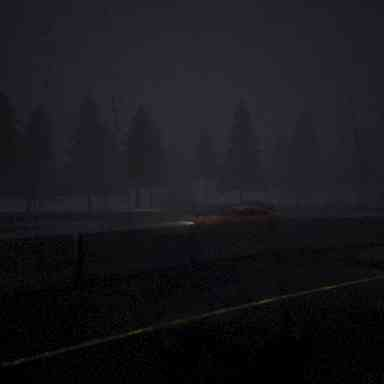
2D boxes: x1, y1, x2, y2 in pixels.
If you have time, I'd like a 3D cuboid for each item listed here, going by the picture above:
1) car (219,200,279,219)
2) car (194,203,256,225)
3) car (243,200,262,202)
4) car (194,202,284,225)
[{"bbox_3d":[5.120,1.477,29.760,5.008,1.535,1.882,0,0,-20],"label":"car"},{"bbox_3d":[2.433,1.564,24.812,4.181,1.385,1.994,0,0,-24],"label":"car"},{"bbox_3d":[3.335,1.505,21.420,4.892,1.490,1.837,0,0,-24],"label":"car"},{"bbox_3d":[2.466,1.477,17.155,5.008,1.535,1.882,0,0,-26],"label":"car"}]
